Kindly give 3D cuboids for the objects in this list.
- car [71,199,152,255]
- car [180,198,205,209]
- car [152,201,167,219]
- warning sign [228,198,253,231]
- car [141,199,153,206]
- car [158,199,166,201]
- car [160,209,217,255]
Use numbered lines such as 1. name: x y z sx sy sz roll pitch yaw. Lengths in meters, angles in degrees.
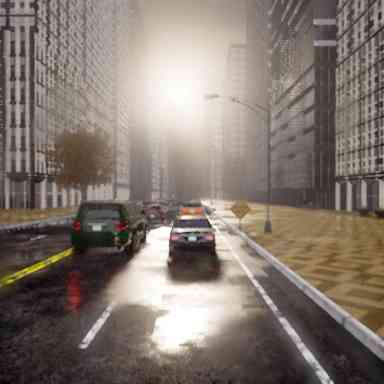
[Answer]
1. car: -3.237 1.347 14.027 2.150 2.045 5.566 0 0 0
2. car: 0.027 1.621 29.072 2.097 1.767 4.553 0 -1 0
3. car: -3.220 1.800 29.392 1.812 1.442 4.674 0 0 0
4. warning sign: 2.881 1.301 19.812 1.300 1.860 1.060 1 0 0
5. car: -9.690 2.262 71.764 1.895 1.301 4.718 0 -1 0
6. car: -6.440 2.207 71.792 2.033 1.411 5.357 0 -1 0
7. car: 0.013 1.678 13.980 2.033 1.411 5.357 0 -1 0
